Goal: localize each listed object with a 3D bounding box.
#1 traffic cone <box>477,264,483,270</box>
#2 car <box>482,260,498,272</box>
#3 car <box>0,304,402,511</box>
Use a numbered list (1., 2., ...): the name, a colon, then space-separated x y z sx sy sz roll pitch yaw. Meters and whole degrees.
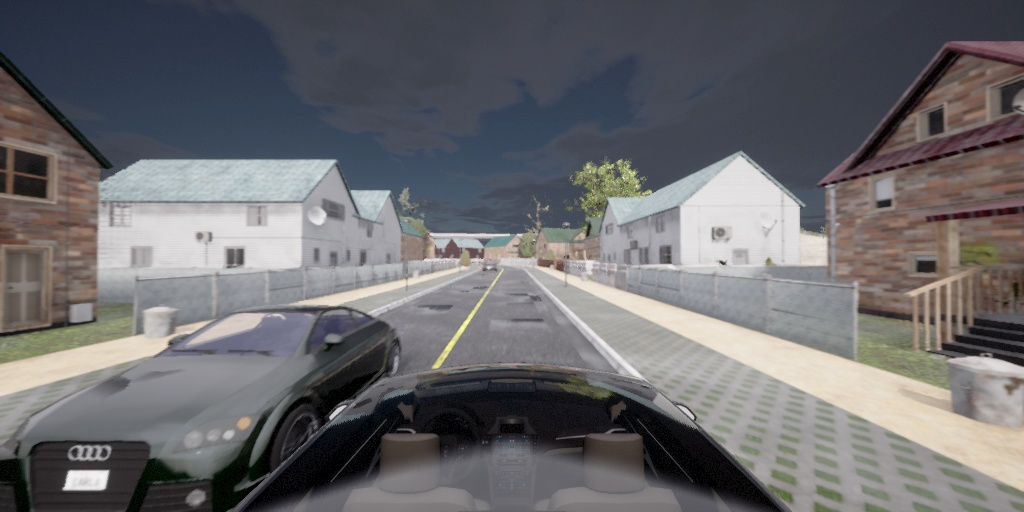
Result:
1. traffic cone: -4.474 1.501 50.664 0.340 0.580 0.340 0 0 -42
2. car: -2.857 1.340 47.256 2.128 1.511 4.902 0 0 0
3. car: -2.844 1.321 4.389 1.994 1.385 4.181 0 0 0
